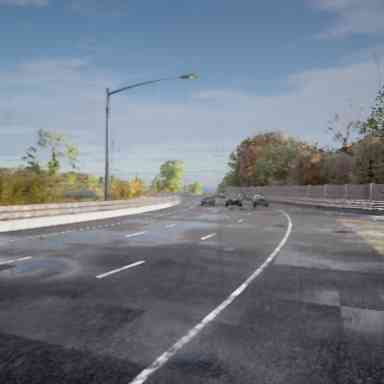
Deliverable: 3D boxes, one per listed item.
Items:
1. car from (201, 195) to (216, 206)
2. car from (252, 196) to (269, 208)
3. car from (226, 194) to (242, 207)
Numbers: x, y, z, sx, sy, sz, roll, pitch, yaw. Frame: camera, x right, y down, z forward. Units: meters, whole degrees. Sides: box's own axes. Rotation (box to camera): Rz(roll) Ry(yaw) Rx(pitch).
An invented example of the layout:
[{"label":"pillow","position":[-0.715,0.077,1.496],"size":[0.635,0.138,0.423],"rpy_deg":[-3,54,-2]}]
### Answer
[{"label":"car","position":[2.325,1.166,46.605],"size":[2.128,1.511,4.902],"rpy_deg":[1,0,4]},{"label":"car","position":[9.144,1.287,44.513],"size":[1.837,1.490,4.892],"rpy_deg":[1,0,6]},{"label":"car","position":[5.677,1.084,45.127],"size":[2.097,1.767,4.553],"rpy_deg":[1,0,6]}]
